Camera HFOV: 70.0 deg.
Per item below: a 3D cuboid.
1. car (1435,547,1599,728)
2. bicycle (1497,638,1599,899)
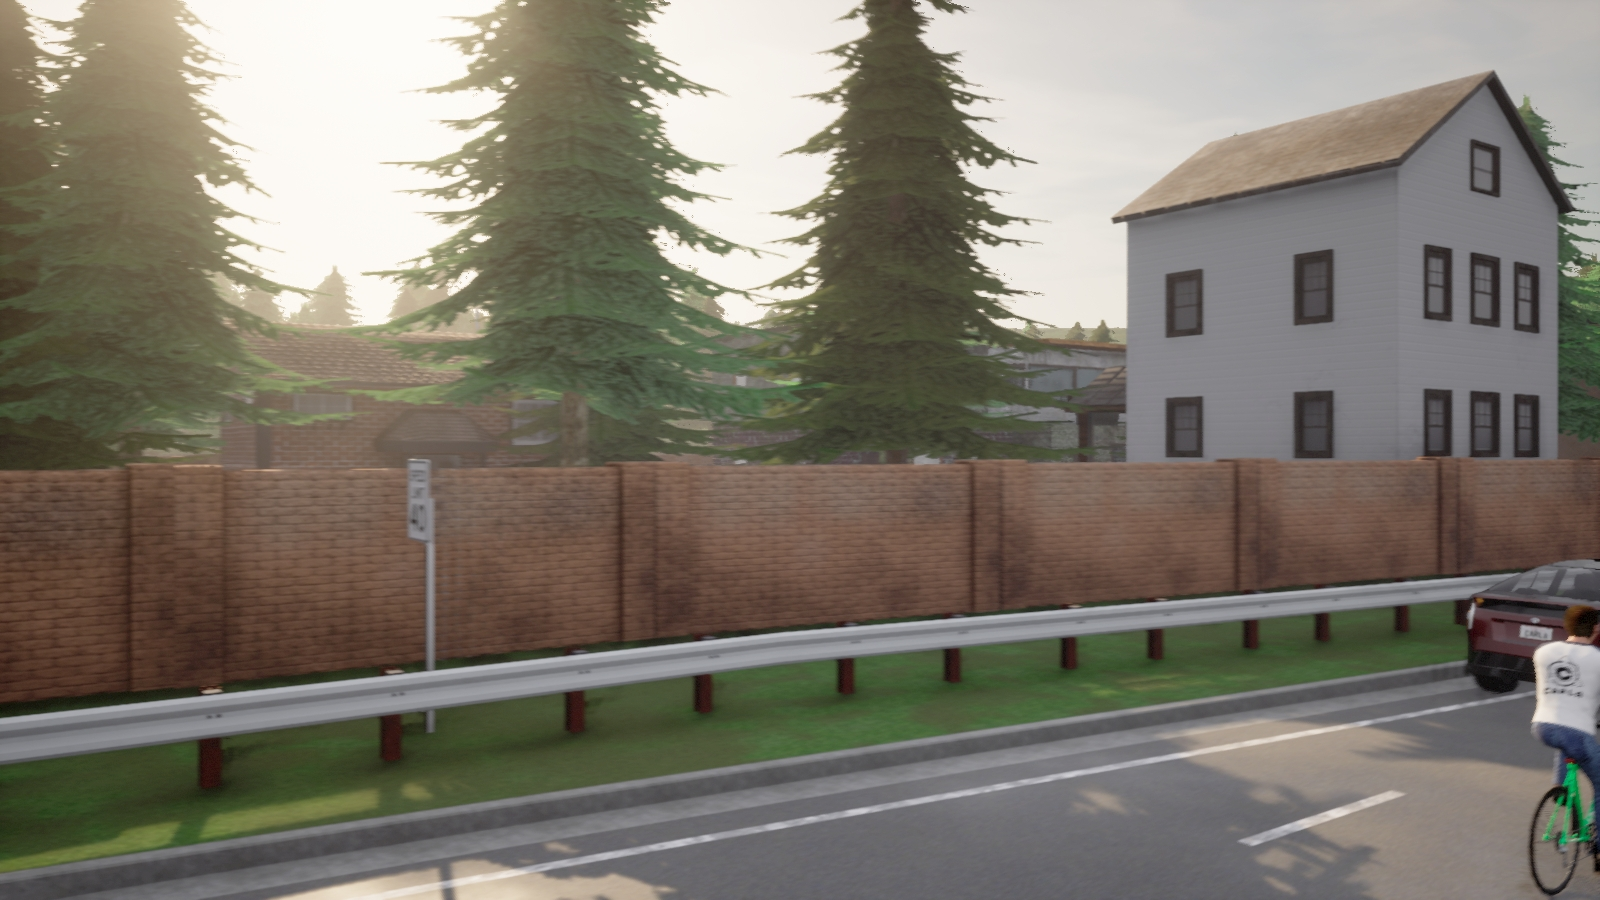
[{"bbox_3d":[9.636,2.040,13.279,4.514,1.525,2.007,0,0,-32],"label":"car"},{"bbox_3d":[5.163,2.056,7.470,1.643,1.496,0.373,0,0,-34],"label":"bicycle"}]
